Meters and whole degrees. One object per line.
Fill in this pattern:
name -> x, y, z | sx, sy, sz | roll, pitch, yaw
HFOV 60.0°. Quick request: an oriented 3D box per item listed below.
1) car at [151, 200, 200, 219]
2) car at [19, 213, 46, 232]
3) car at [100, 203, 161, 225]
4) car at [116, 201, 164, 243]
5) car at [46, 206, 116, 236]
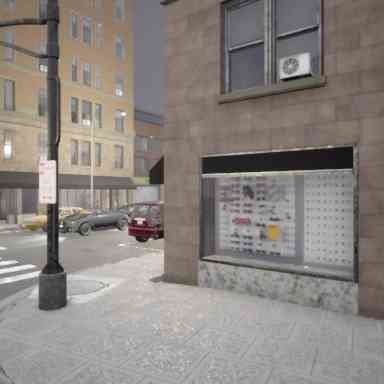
car -> -1.358, 1.495, 29.383 | 1.752, 1.417, 4.829 | 0, 0, 35
car -> -7.815, 1.518, 20.096 | 1.752, 1.417, 4.829 | 0, 0, 35
car -> -4.489, 1.547, 24.880 | 1.947, 1.339, 4.313 | 0, 0, 35
car -> -0.732, 1.305, 15.346 | 2.192, 1.841, 5.009 | 0, 0, 35
car -> -5.515, 1.556, 18.573 | 1.994, 1.385, 4.181 | 0, 0, 35
